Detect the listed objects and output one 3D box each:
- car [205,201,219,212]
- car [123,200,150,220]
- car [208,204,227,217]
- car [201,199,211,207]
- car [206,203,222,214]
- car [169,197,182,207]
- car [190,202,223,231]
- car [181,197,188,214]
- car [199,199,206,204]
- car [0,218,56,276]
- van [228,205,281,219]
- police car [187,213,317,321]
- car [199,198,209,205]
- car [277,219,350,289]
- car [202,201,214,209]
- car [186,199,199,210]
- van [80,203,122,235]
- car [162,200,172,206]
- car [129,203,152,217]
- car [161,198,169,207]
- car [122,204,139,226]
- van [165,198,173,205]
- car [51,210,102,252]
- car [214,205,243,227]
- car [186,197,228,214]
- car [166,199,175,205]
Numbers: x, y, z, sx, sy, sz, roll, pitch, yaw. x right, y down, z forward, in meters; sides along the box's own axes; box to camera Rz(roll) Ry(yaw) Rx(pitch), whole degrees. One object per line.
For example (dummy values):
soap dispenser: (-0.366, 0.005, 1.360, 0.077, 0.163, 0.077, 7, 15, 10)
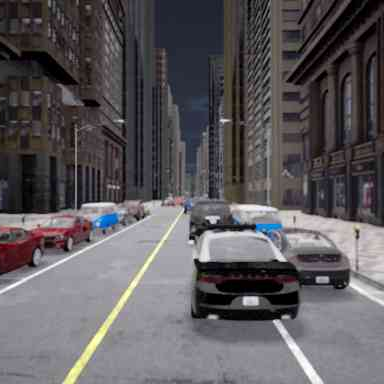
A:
car: (2.842, 2.109, 48.760, 1.752, 1.417, 4.829, 0, -1, 0)
car: (-5.710, 1.701, 31.739, 2.192, 1.841, 5.009, 0, -1, 0)
car: (2.824, 2.027, 37.353, 1.802, 1.307, 4.206, 0, -1, 0)
car: (2.876, 2.303, 71.065, 1.967, 1.590, 4.097, 0, -1, 0)
car: (2.833, 2.095, 42.971, 1.802, 1.307, 4.206, 0, -1, 0)
car: (-2.892, 2.045, 67.526, 2.150, 2.045, 5.566, 0, -1, 0)
car: (0.939, 1.633, 23.603, 2.097, 1.767, 4.553, 0, -1, 0)
car: (0.088, 1.747, 43.627, 2.150, 2.045, 5.566, 0, 0, 0)
car: (2.911, 2.696, 93.537, 2.008, 1.369, 4.403, 0, -1, 0)
car: (-5.744, 1.662, 9.264, 1.887, 1.381, 4.507, 0, -1, 0)
van: (2.789, 1.517, 14.882, 1.690, 1.788, 3.998, 0, -1, 0)
police car: (0.916, 1.518, 7.743, 1.930, 1.638, 5.238, 0, -1, 0)
car: (2.894, 2.319, 82.303, 2.192, 1.841, 5.009, 0, -1, 0)
car: (2.781, 1.659, 9.261, 2.008, 1.369, 4.403, 0, -1, 0)
car: (2.859, 2.288, 59.827, 1.947, 1.339, 4.313, 0, -1, 0)
car: (0.093, 2.045, 57.275, 2.097, 1.767, 4.553, 0, -1, 0)
van: (-5.727, 1.592, 20.502, 1.690, 1.788, 3.998, 0, -1, 0)
car: (-5.640, 2.507, 76.679, 1.947, 1.339, 4.313, 0, -1, 0)
car: (-5.701, 1.977, 37.184, 1.752, 1.417, 4.829, 0, -1, 0)
car: (-5.649, 2.453, 71.061, 1.802, 1.307, 4.206, 0, -1, 0)
car: (-5.718, 1.869, 26.118, 2.008, 1.369, 4.403, 0, -1, 0)
van: (-5.631, 2.353, 82.300, 1.690, 1.788, 3.998, 0, -1, 0)
car: (-5.736, 1.729, 14.882, 1.887, 1.381, 4.507, 0, -1, 0)
car: (2.807, 1.838, 26.287, 1.752, 1.417, 4.829, 0, -1, 0)
car: (0.931, 1.435, 17.665, 2.150, 2.045, 5.566, 0, -1, 0)
car: (-5.622, 2.627, 87.915, 1.887, 1.381, 4.507, 0, -1, 0)
